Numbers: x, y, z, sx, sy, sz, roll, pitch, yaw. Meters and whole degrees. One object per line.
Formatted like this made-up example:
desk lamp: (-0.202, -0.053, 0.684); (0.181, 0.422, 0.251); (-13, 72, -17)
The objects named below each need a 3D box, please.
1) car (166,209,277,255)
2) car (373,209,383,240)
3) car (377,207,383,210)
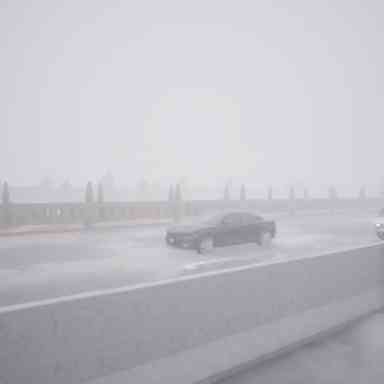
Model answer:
car: (1.290, 1.478, 13.513); (5.008, 1.535, 1.882); (0, 0, -35)
car: (10.685, 1.601, 15.917); (4.718, 1.301, 1.895); (0, 0, -36)
car: (18.792, 1.602, 30.294); (4.718, 1.301, 1.895); (0, 0, -35)
